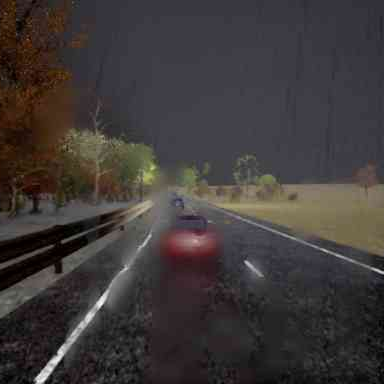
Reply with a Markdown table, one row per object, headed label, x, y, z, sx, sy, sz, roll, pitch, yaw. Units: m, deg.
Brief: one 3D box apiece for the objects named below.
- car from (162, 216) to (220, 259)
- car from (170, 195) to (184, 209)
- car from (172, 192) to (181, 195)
| label | x | y | z | sx | sy | sz | roll | pitch | yaw |
| --- | --- | --- | --- | --- | --- | --- | --- | --- | --- |
| car | -0.111 | 1.588 | 12.760 | 1.994 | 1.385 | 4.181 | 0 | 0 | -3 |
| car | -2.068 | 1.589 | 47.422 | 1.812 | 1.442 | 4.674 | 0 | 0 | -3 |
| car | -3.800 | 1.425 | 78.128 | 2.097 | 1.767 | 4.553 | 0 | 0 | -3 |
